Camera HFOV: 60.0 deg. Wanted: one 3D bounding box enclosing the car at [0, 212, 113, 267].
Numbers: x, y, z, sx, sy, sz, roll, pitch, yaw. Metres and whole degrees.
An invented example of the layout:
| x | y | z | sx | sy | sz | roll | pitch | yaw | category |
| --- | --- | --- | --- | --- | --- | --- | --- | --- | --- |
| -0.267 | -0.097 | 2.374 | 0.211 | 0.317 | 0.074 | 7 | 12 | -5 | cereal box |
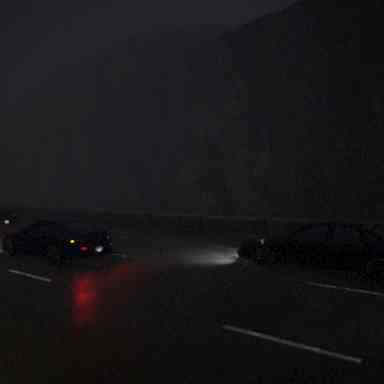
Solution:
| x | y | z | sx | sy | sz | roll | pitch | yaw | category |
| --- | --- | --- | --- | --- | --- | --- | --- | --- | --- |
| -4.761 | 1.599 | 11.690 | 4.674 | 1.442 | 1.812 | 0 | 0 | 36 | car |

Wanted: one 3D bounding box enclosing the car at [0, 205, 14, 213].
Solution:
| x | y | z | sx | sy | sz | roll | pitch | yaw | category |
| --- | --- | --- | --- | --- | --- | --- | --- | --- | --- |
| -13.575 | 1.613 | 22.278 | 4.892 | 1.490 | 1.837 | 0 | 0 | 36 | car |

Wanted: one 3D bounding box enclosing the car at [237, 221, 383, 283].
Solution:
| x | y | z | sx | sy | sz | roll | pitch | yaw | category |
| --- | --- | --- | --- | --- | --- | --- | --- | --- | --- |
| 4.043 | 1.566 | 9.707 | 5.357 | 1.411 | 2.033 | -1 | 0 | 36 | car |
